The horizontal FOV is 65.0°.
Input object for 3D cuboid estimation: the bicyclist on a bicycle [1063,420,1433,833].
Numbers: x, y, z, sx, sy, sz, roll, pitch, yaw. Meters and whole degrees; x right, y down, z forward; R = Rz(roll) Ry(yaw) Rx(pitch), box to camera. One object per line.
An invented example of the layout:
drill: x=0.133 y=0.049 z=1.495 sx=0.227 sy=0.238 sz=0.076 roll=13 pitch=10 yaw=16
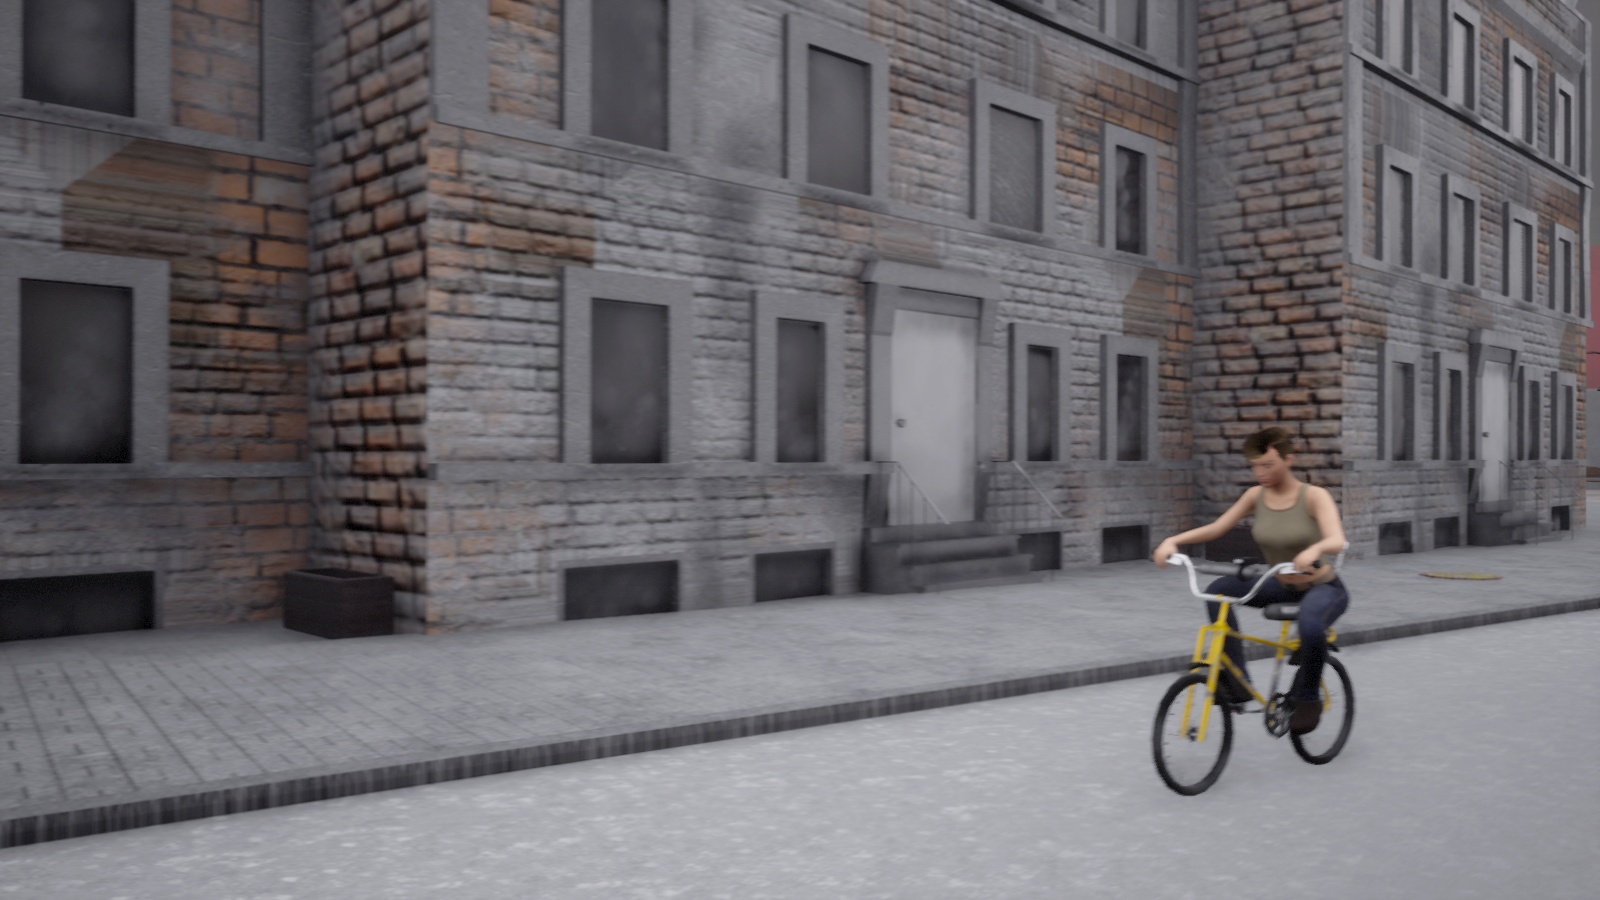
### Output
bicyclist on a bicycle: x=2.044 y=0.691 z=5.699 sx=1.509 sy=1.612 sz=0.866 roll=0 pitch=0 yaw=-35
